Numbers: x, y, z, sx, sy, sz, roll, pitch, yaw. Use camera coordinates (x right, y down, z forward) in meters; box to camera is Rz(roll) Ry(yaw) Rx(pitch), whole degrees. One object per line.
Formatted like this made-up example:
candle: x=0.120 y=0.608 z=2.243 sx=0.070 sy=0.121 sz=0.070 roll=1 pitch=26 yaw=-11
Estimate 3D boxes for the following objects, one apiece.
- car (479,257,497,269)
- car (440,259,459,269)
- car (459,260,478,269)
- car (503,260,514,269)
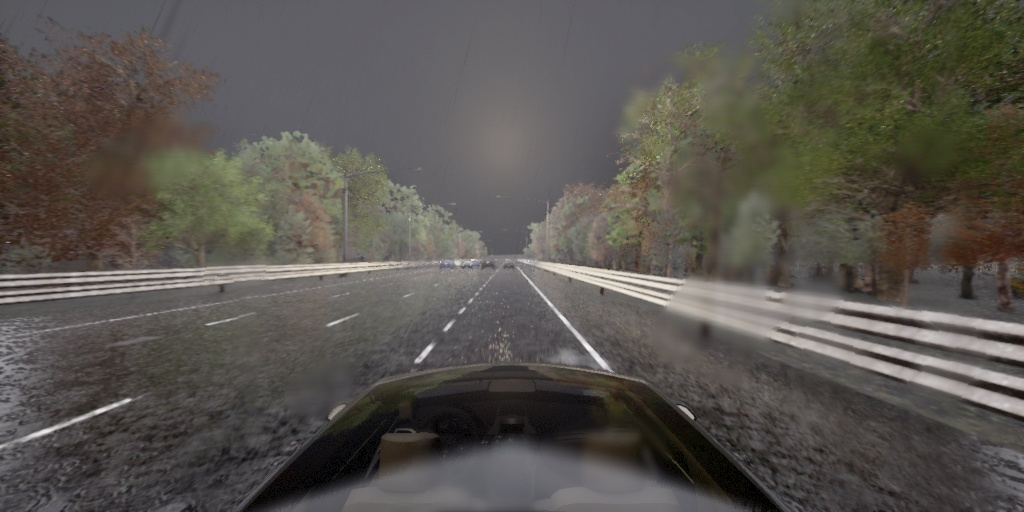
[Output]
car: x=-4.026 y=1.228 z=61.738 sx=2.150 sy=2.045 sz=5.566 roll=0 pitch=0 yaw=-1
car: x=-11.030 y=1.329 z=62.032 sx=2.097 sy=1.767 sz=4.553 roll=0 pitch=0 yaw=-1
car: x=-7.532 y=1.593 z=62.122 sx=1.895 sy=1.301 sz=4.718 roll=0 pitch=0 yaw=-1
car: x=-0.527 y=1.523 z=61.737 sx=1.837 sy=1.490 sz=4.892 roll=0 pitch=0 yaw=-1
